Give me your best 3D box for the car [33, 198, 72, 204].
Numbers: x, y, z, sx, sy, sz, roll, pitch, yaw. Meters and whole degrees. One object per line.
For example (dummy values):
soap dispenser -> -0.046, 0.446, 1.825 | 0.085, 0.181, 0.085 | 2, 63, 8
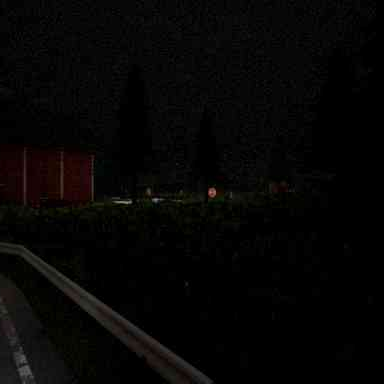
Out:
car -> -16.749, 1.502, 39.712 | 1.882, 1.535, 5.008 | 0, 0, 33

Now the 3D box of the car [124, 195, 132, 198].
car -> -16.561, 1.529, 89.707 | 1.816, 1.474, 4.193 | 0, 0, 33

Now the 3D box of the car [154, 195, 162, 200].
car -> -4.864, 1.590, 51.205 | 1.994, 1.385, 4.181 | 0, 0, 34
